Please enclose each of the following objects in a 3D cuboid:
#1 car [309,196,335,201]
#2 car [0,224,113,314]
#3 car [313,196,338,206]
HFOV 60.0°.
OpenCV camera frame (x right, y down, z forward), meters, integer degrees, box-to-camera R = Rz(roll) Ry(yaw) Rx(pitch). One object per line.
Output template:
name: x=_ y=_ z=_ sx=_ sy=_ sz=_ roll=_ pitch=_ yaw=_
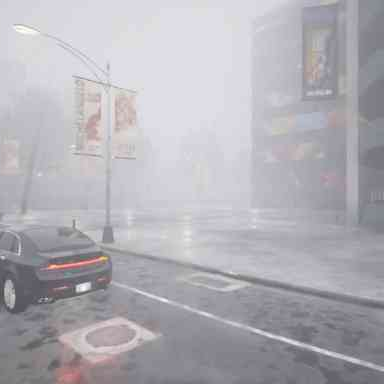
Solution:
car: x=16.349 y=1.318 z=42.252 sx=2.002 sy=1.452 sz=4.674 roll=0 pitch=0 yaw=43
car: x=-3.776 y=1.504 z=7.753 sx=4.892 sy=1.490 sz=1.837 roll=0 pitch=0 yaw=43
car: x=21.754 y=1.411 z=53.937 sx=2.161 sy=1.482 sz=4.786 roll=0 pitch=0 yaw=43
